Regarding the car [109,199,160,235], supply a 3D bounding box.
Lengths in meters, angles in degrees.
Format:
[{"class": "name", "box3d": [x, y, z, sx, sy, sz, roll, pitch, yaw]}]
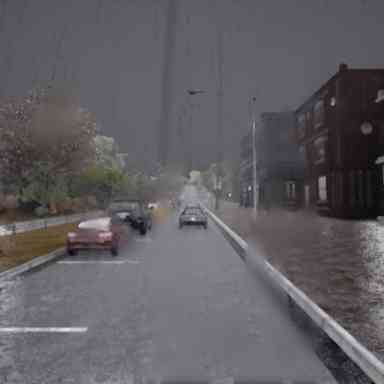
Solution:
[{"class": "car", "box3d": [-3.675, 1.464, 20.596, 2.435, 2.045, 5.566, 0, -1, 1]}]

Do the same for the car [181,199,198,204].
[{"class": "car", "box3d": [0.056, 1.960, 41.553, 2.033, 1.411, 5.357, 0, -1, 0]}]

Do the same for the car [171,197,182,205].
[{"class": "car", "box3d": [-3.738, 2.169, 80.363, 2.185, 1.767, 4.553, 0, 0, 2]}]

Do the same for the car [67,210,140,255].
[{"class": "car", "box3d": [-3.667, 1.676, 13.849, 2.002, 1.452, 4.674, 0, -1, 0]}]

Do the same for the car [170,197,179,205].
[{"class": "car", "box3d": [-3.707, 2.048, 52.658, 2.097, 1.535, 5.008, 0, 0, 2]}]

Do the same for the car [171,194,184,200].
[{"class": "car", "box3d": [-3.727, 1.966, 72.710, 2.435, 2.045, 5.566, 0, -1, 2]}]

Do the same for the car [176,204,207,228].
[{"class": "car", "box3d": [0.074, 1.795, 24.136, 1.994, 1.385, 4.181, 0, -1, 0]}]

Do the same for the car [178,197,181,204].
[{"class": "car", "box3d": [-3.713, 2.109, 58.214, 2.231, 1.521, 4.892, 0, -1, 2]}]

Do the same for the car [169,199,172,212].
[{"class": "car", "box3d": [-3.690, 1.855, 36.025, 2.097, 1.535, 5.008, 0, -1, 2]}]

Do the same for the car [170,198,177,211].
[{"class": "car", "box3d": [-3.693, 1.963, 46.277, 1.946, 1.575, 5.366, 0, -1, 2]}]

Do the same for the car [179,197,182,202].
[{"class": "car", "box3d": [-3.719, 2.148, 63.755, 2.097, 1.535, 5.008, 0, -1, 2]}]

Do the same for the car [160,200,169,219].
[{"class": "car", "box3d": [-3.684, 1.785, 30.477, 2.097, 1.535, 5.008, 0, 0, 2]}]
